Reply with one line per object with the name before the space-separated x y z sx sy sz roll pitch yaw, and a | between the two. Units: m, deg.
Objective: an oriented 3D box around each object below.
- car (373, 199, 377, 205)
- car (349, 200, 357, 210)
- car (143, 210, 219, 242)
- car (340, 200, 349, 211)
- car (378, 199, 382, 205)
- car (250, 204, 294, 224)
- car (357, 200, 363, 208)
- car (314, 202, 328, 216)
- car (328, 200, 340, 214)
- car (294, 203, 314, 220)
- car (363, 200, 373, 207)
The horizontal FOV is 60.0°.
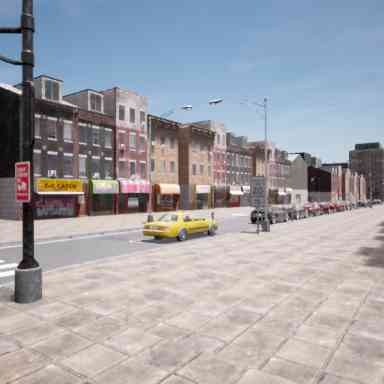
car | 35.387 2.212 67.184 1.887 1.381 4.507 -1 -2 35
car | 22.346 1.952 48.847 2.008 1.369 4.403 -1 -1 35
car | -0.379 1.598 16.895 1.752 1.417 4.829 -1 -1 35
car | 19.084 1.784 44.265 1.967 1.590 4.097 -1 -1 35
car | 45.168 2.461 80.936 2.008 1.369 4.403 -2 -2 35
car | 6.044 1.715 25.925 1.947 1.339 4.313 -1 -1 35
car | 25.606 2.014 53.432 2.008 1.369 4.403 -1 -1 35
car | 12.565 1.821 35.094 1.802 1.307 4.206 -1 -1 35
car | 15.825 1.834 39.678 1.887 1.381 4.507 -1 -1 35
car | 9.304 1.743 30.510 2.008 1.369 4.403 -1 -1 35
car | 32.128 2.147 62.601 2.008 1.369 4.403 -1 -1 35
